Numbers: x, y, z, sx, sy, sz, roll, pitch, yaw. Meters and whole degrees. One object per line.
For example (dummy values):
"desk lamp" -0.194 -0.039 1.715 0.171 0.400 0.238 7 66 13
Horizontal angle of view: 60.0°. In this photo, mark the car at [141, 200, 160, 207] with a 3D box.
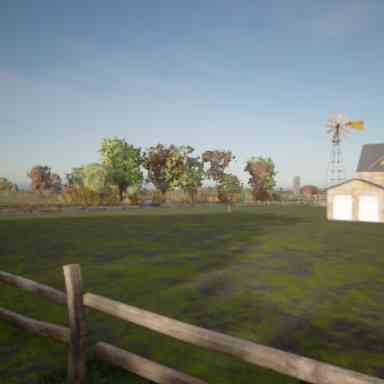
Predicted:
"car" -8.173 2.227 65.256 1.994 1.385 4.181 1 0 36
